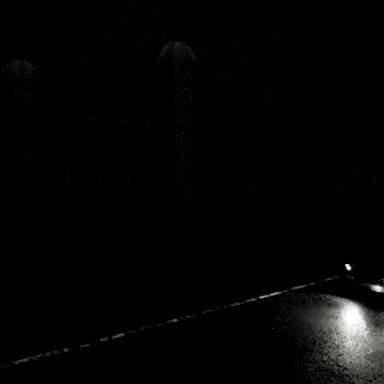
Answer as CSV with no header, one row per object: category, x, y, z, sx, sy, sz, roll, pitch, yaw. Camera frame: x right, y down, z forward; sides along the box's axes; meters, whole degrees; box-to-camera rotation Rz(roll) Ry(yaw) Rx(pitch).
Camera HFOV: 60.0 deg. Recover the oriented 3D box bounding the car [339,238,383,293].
car,5.882,1.546,8.218,5.357,1.411,2.033,0,0,-36
